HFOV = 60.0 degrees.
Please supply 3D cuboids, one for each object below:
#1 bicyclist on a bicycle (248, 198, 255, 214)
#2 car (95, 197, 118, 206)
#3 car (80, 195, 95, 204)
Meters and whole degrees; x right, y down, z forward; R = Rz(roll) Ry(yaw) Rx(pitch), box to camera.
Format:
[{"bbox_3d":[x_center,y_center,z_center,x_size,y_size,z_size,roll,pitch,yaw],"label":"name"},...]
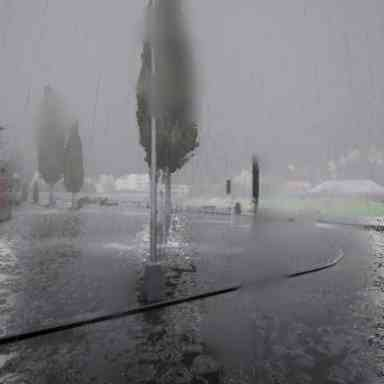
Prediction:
[{"bbox_3d":[6.255,1.404,33.652,1.656,1.620,0.582,0,0,-36],"label":"bicyclist on a bicycle"},{"bbox_3d":[-13.705,1.609,54.372,1.994,1.385,4.181,0,0,-35],"label":"car"},{"bbox_3d":[-19.440,1.397,62.411,2.097,1.767,4.553,0,0,-36],"label":"car"}]
